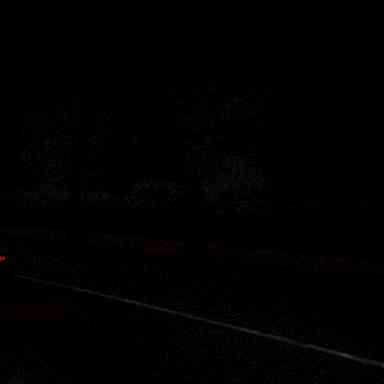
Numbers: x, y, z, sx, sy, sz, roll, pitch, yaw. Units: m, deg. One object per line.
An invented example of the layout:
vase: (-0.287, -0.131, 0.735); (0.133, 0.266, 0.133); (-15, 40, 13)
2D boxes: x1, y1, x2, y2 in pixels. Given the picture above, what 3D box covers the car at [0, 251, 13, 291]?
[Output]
car: (-5.983, 1.536, 7.463); (4.181, 1.385, 1.994); (0, 0, 31)
